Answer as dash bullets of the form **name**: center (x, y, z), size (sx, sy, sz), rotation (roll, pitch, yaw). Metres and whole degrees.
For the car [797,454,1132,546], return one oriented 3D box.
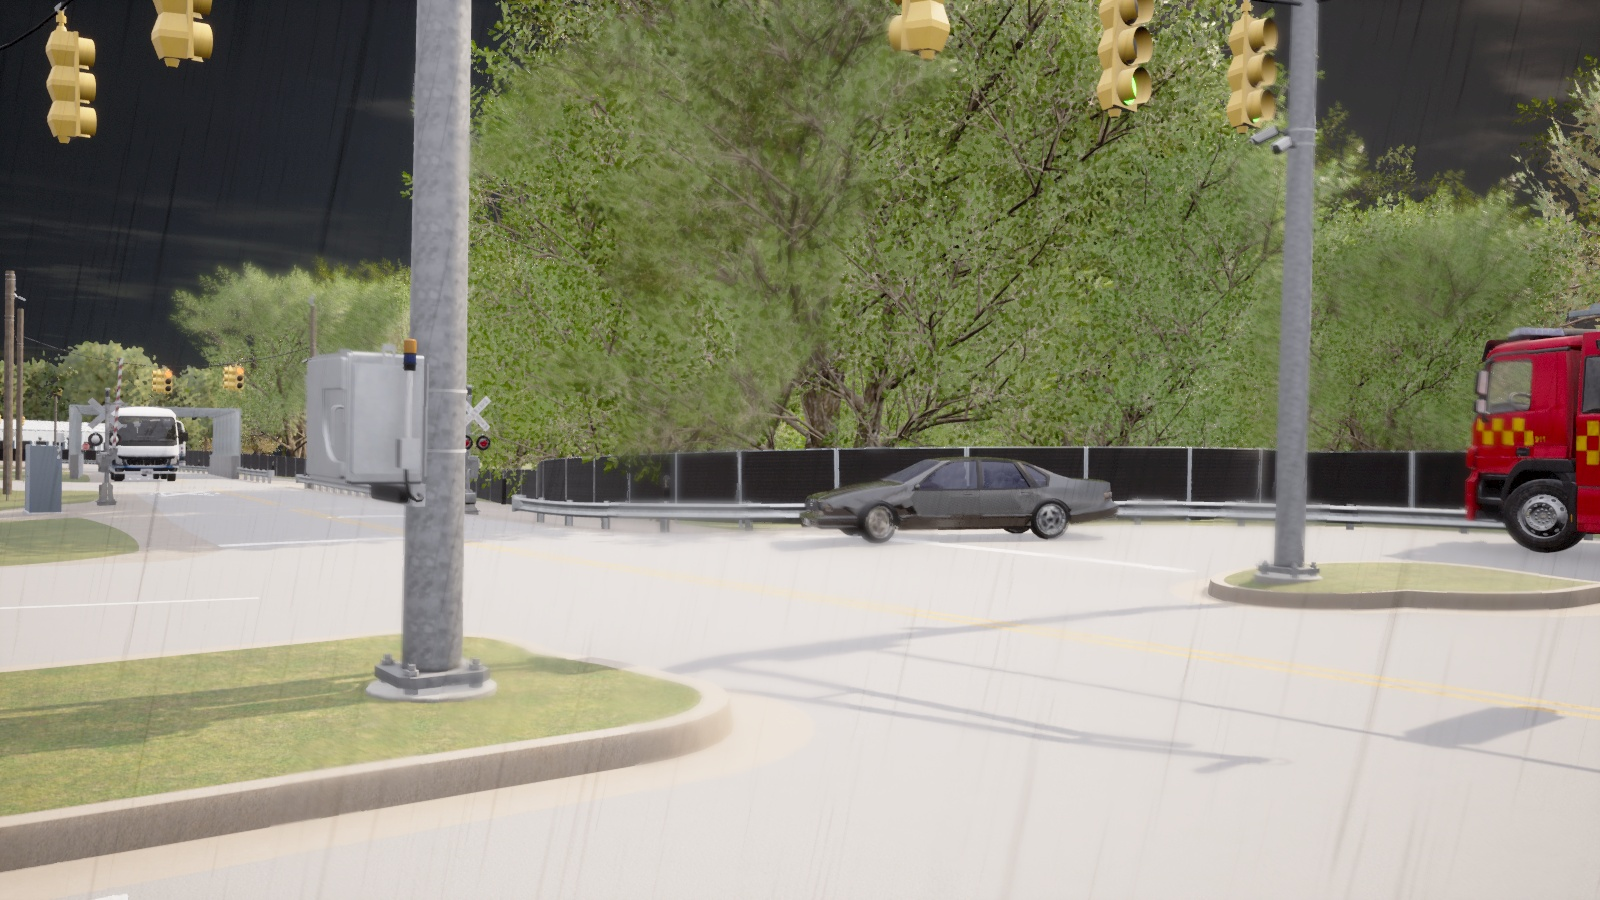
- **car**: center (2.766, 0.806, 21.675), size (5.357, 1.411, 2.033), rotation (-1, 0, -11)

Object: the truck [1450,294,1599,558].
- **truck**: center (13.219, -0.340, 17.421), size (2.891, 3.827, 8.468), rotation (0, 1, -10)

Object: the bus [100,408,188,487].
- **bus**: center (-38.128, -0.189, 72.788), size (3.944, 4.253, 10.273), rotation (0, 1, -31)
